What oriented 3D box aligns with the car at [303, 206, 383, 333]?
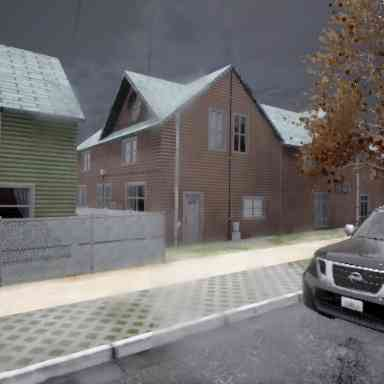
[{"bbox_3d":[4.494,1.225,6.294,5.566,2.045,2.150,0,0,-36],"label":"car"}]
